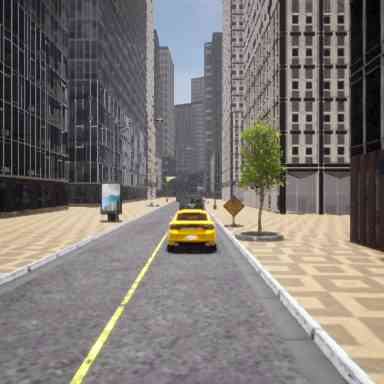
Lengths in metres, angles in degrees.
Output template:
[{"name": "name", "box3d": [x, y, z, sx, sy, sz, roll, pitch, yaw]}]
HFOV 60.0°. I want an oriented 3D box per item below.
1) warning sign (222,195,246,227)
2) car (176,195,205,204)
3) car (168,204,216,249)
[{"name": "warning sign", "box3d": [2.518, 1.139, 20.040, 1.300, 1.860, 1.060, 0, 0, 0]}, {"name": "car", "box3d": [0.000, 1.303, 29.682, 2.150, 2.045, 5.566, 0, 0, 0]}, {"name": "car", "box3d": [0.000, 1.499, 14.651, 1.882, 1.535, 5.008, 0, 0, 0]}]
